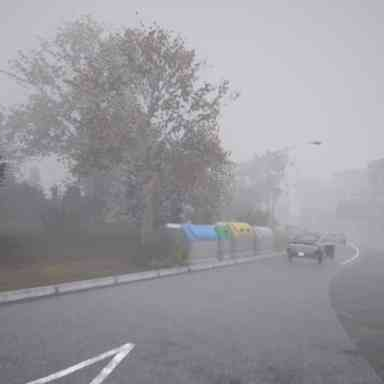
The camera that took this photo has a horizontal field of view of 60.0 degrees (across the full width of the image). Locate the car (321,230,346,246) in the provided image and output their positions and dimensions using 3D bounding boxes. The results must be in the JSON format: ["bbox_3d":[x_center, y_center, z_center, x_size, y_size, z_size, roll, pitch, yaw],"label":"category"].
[{"bbox_3d":[15.371,4.921,35.695,2.128,1.511,4.902,0,-5,20],"label":"car"}]

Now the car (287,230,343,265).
[{"bbox_3d":[6.888,3.177,19.001,2.128,1.511,4.902,0,-5,33],"label":"car"}]

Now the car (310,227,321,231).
[{"bbox_3d":[18.294,5.983,46.452,1.895,1.301,4.718,0,-4,11],"label":"car"}]

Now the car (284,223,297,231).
[{"bbox_3d":[19.617,6.868,65.414,1.882,1.535,5.008,1,-2,-1],"label":"car"}]

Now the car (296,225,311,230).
[{"bbox_3d":[19.520,6.552,55.587,1.994,1.385,4.181,1,-3,1],"label":"car"}]
